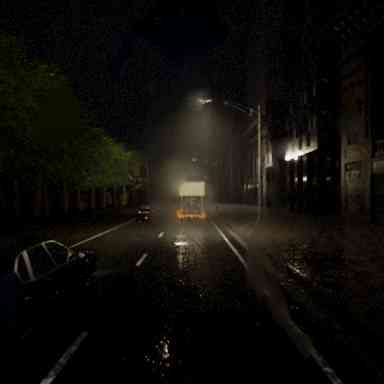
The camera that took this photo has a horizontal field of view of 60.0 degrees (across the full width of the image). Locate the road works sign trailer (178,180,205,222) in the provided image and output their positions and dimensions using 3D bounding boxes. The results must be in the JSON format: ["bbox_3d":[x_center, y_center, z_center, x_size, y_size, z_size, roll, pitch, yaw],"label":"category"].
[{"bbox_3d":[-0.016,0.768,29.397,2.380,3.560,2.880,0,-1,0],"label":"road works sign trailer"}]

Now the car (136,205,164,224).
[{"bbox_3d":[-3.412,1.771,27.398,2.128,1.511,4.902,0,-1,0],"label":"car"}]

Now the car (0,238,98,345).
[{"bbox_3d":[-3.404,1.613,6.408,2.033,1.411,5.357,0,-1,0],"label":"car"}]
